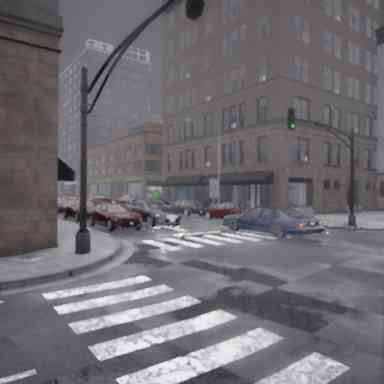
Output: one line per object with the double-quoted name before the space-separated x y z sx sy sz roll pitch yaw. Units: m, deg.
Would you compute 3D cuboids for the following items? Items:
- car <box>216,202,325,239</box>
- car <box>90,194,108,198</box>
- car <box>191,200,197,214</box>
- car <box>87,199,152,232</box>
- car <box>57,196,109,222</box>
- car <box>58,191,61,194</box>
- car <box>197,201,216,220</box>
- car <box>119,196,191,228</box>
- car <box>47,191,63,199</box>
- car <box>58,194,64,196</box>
"car" 3.875 1.423 16.736 2.033 1.411 5.357 1 0 -36
"car" -10.642 0.999 37.057 1.882 1.535 5.008 1 0 -36
"car" -0.548 1.287 27.698 2.008 1.369 4.403 2 0 -36
"car" -4.284 1.283 18.263 1.887 1.381 4.507 2 0 -36
"car" -7.484 1.205 22.742 1.887 1.381 4.507 2 0 -36
"car" -15.817 0.976 38.987 2.033 1.411 5.357 1 0 -35
"car" 2.652 1.359 23.219 1.887 1.381 4.507 2 0 -36
"car" -2.485 1.242 20.307 2.128 1.511 4.902 1 1 -35
"car" -26.144 0.562 63.531 1.967 1.590 4.097 2 0 -36
"car" -10.684 1.126 27.221 1.887 1.381 4.507 2 0 -36
